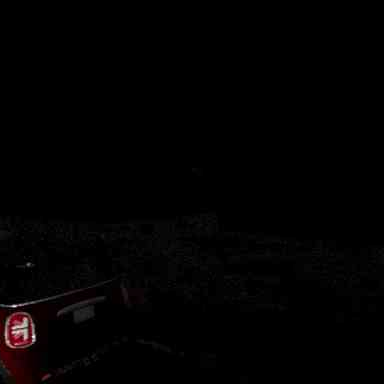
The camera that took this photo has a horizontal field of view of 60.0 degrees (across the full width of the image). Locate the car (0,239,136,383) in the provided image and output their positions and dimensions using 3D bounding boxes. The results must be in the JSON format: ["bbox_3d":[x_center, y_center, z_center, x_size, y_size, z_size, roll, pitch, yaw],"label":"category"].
[{"bbox_3d":[-2.826,1.436,4.976,4.097,1.590,1.967,0,0,36],"label":"car"}]
